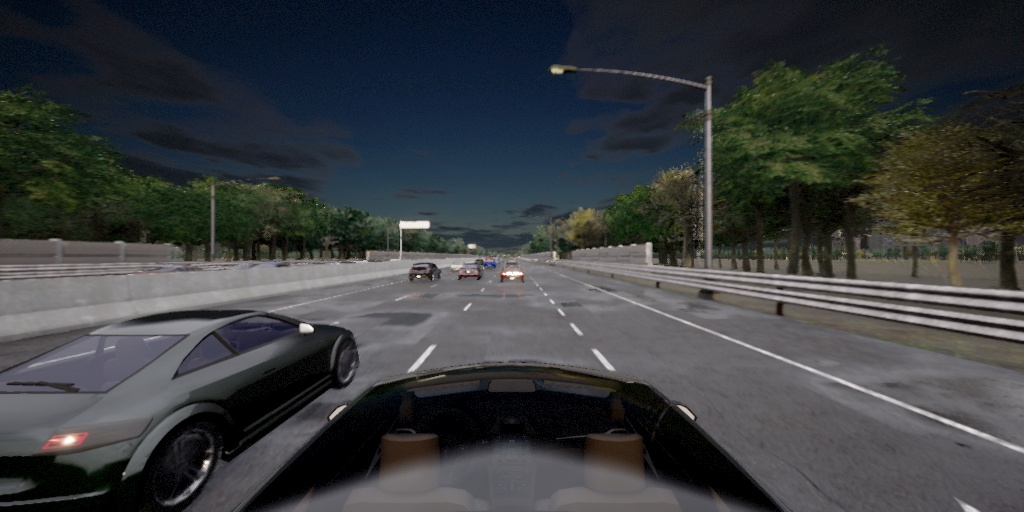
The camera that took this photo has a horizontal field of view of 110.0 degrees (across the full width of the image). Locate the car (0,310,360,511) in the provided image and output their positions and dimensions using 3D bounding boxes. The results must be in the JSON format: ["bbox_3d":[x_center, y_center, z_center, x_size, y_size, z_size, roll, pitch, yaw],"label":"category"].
[{"bbox_3d":[-3.498,1.316,4.225,1.994,1.385,4.181,0,0,0],"label":"car"}]

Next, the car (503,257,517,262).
[{"bbox_3d":[0.024,1.272,54.190,1.882,1.535,5.008,0,0,0],"label":"car"}]

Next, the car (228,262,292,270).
[{"bbox_3d":[-17.575,1.246,25.938,1.882,1.535,5.008,0,0,0],"label":"car"}]

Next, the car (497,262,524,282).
[{"bbox_3d":[0.012,1.370,29.199,1.895,1.301,4.718,0,0,0],"label":"car"}]

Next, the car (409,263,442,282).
[{"bbox_3d":[-6.986,1.277,29.256,1.837,1.490,4.892,0,0,0],"label":"car"}]

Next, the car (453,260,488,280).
[{"bbox_3d":[-3.486,1.318,31.212,2.033,1.411,5.357,0,0,0],"label":"car"}]

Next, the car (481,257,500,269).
[{"bbox_3d":[-3.474,1.278,58.215,1.882,1.535,5.008,0,0,0],"label":"car"}]

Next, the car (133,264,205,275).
[{"bbox_3d":[-24.572,1.370,26.170,1.895,1.301,4.718,0,0,0],"label":"car"}]

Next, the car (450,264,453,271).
[{"bbox_3d":[-6.979,1.389,48.241,1.895,1.301,4.718,0,0,0],"label":"car"}]
